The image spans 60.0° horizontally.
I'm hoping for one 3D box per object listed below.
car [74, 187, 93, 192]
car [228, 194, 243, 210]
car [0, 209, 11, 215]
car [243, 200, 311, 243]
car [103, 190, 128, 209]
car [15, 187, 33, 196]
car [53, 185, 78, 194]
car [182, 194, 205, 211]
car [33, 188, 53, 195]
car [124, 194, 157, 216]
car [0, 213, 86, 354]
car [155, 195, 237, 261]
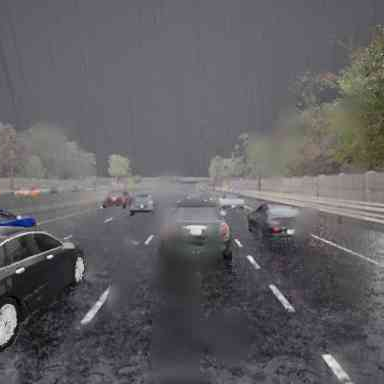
[{"bbox_3d":[-17.464,0.293,55.570,1.895,1.301,4.718,0,1,1],"label":"car"},{"bbox_3d":[3.551,0.870,30.675,1.895,1.301,4.718,0,1,0],"label":"car"},{"bbox_3d":[-6.880,1.217,10.819,1.882,1.535,5.008,0,1,0],"label":"car"},{"bbox_3d":[3.523,1.188,14.006,1.812,1.442,4.674,0,1,0],"label":"car"},{"bbox_3d":[-6.850,0.606,31.414,2.097,1.767,4.553,0,1,0],"label":"car"},{"bbox_3d":[-27.940,0.028,56.296,2.097,1.767,4.553,0,1,1],"label":"car"},{"bbox_3d":[-20.942,-0.108,56.430,2.150,2.045,5.566,0,1,1],"label":"car"},{"bbox_3d":[0.152,0.881,30.299,1.895,1.301,4.718,0,1,0],"label":"car"},{"bbox_3d":[-24.444,0.150,56.429,1.882,1.535,5.008,0,1,1],"label":"car"},{"bbox_3d":[-3.361,0.957,24.773,2.033,1.411,5.357,0,1,0],"label":"car"},{"bbox_3d":[-3.390,1.362,5.843,1.837,1.490,4.892,0,1,0],"label":"car"},{"bbox_3d":[0.118,1.079,11.338,2.097,1.767,4.553,0,1,0],"label":"car"}]
